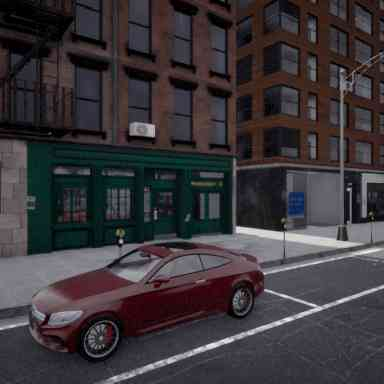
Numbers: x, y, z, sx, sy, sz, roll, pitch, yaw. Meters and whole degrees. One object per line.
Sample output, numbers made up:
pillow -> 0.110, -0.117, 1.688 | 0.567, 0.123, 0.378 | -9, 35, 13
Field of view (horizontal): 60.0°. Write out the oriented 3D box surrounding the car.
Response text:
car -> -0.520, 1.582, 5.824 | 4.206, 1.307, 1.802 | 0, 0, -36
